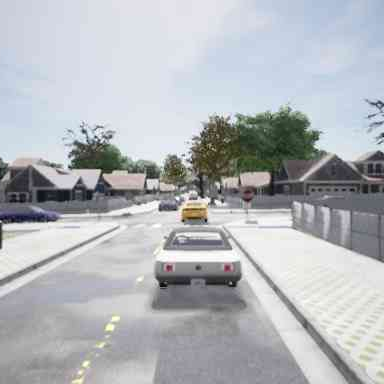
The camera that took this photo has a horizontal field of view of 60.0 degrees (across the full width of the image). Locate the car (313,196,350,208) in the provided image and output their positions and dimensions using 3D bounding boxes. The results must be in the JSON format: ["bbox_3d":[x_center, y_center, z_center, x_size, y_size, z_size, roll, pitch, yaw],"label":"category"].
[{"bbox_3d":[12.128,1.092,29.704,4.902,1.511,2.128,-2,0,0],"label":"car"}]

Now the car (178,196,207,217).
[{"bbox_3d":[0.176,1.419,26.198,1.882,1.535,5.008,-2,0,0],"label":"car"}]

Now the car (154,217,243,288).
[{"bbox_3d":[0.141,1.606,9.202,1.895,1.301,4.718,0,0,0],"label":"car"}]

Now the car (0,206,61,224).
[{"bbox_3d":[-12.931,1.830,26.611,4.674,1.442,1.812,-1,0,2],"label":"car"}]

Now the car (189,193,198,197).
[{"bbox_3d":[0.306,1.437,71.610,2.128,1.511,4.902,0,0,0],"label":"car"}]

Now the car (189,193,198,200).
[{"bbox_3d":[0.351,1.099,82.000,2.097,1.767,4.553,0,0,0],"label":"car"}]

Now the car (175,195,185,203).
[{"bbox_3d":[-2.466,1.450,67.957,1.812,1.442,4.674,0,0,1],"label":"car"}]

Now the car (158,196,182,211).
[{"bbox_3d":[-2.757,1.317,39.889,2.097,1.767,4.553,0,0,3],"label":"car"}]
